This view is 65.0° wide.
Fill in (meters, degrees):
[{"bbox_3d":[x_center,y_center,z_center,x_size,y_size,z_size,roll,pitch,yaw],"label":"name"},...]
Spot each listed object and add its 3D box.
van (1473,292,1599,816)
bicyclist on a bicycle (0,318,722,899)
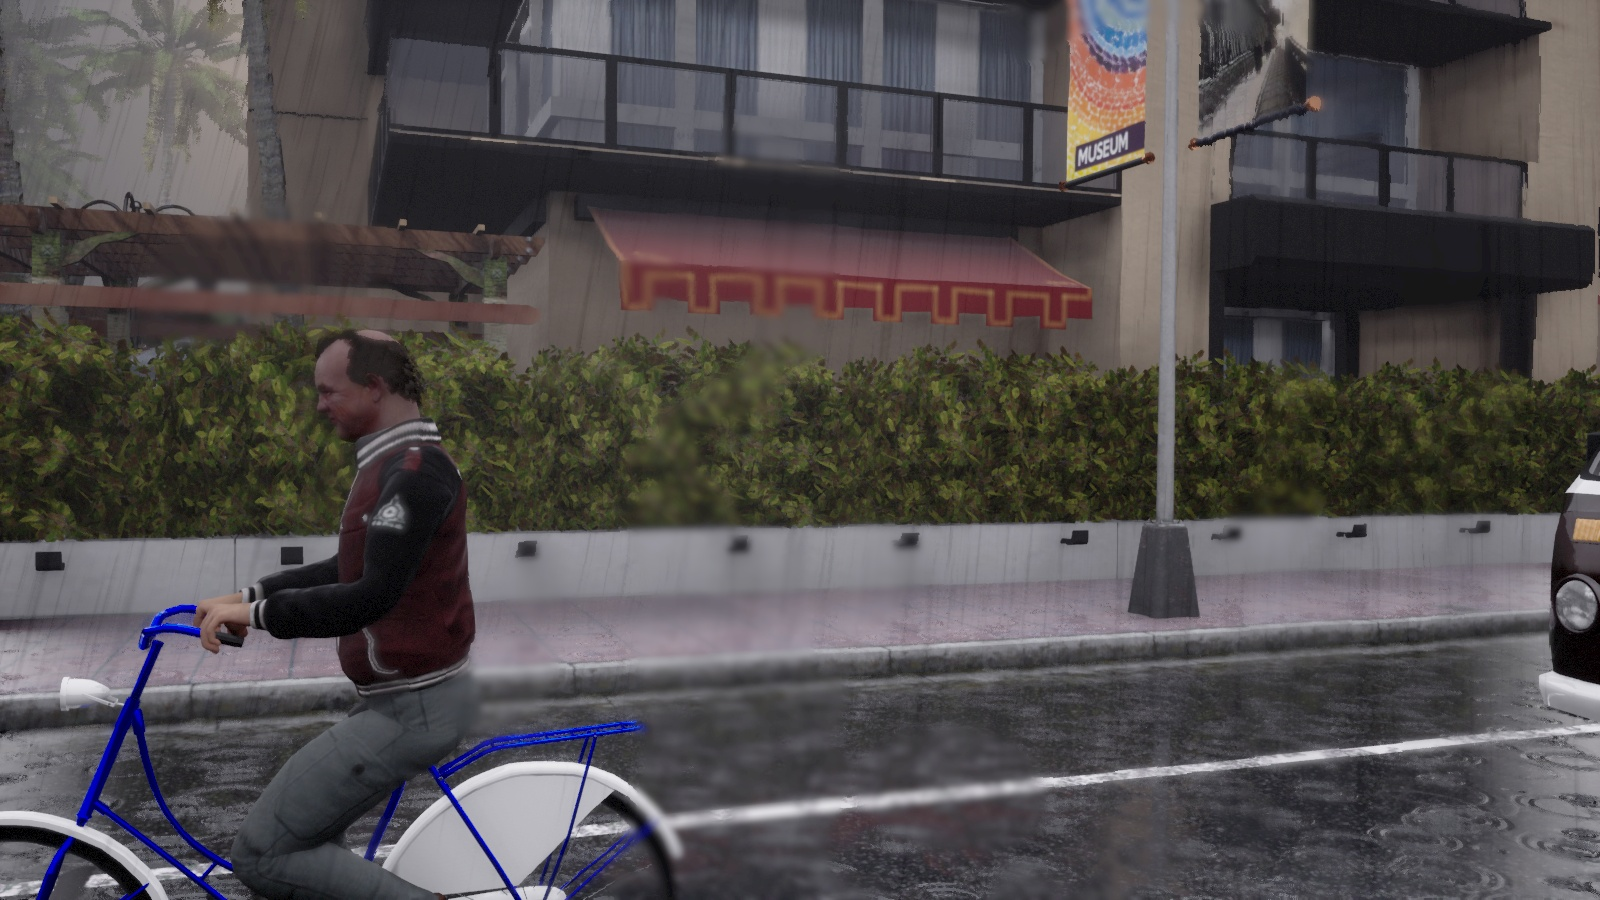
[{"bbox_3d":[5.368,0.378,5.225,4.480,2.038,2.069,-1,1,-20],"label":"van"},{"bbox_3d":[-1.157,0.636,2.793,1.843,1.776,0.659,-1,1,-21],"label":"bicyclist on a bicycle"}]
